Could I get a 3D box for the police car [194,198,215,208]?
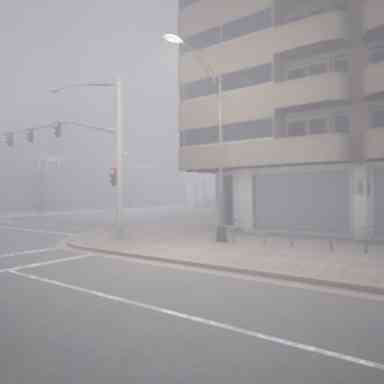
[{"bbox_3d":[2.221,1.685,52.479,1.930,1.638,5.238,-1,0,36],"label":"police car"}]
